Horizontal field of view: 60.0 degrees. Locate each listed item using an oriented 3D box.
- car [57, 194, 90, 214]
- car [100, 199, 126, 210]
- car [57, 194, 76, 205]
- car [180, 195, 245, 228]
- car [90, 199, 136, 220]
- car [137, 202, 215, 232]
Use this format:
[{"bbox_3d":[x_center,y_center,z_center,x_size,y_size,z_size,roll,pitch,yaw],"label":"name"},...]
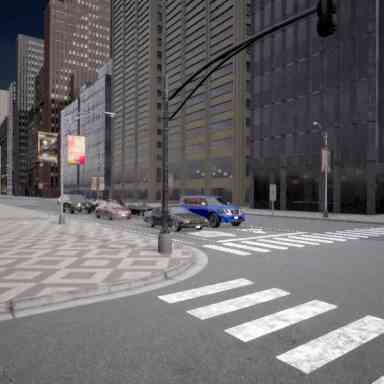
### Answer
[{"bbox_3d":[-13.103,1.323,37.471,2.150,2.045,5.566,1,-1,-36],"label":"car"},{"bbox_3d":[-11.024,1.677,46.057,1.837,1.490,4.892,1,-1,-36],"label":"car"},{"bbox_3d":[-24.725,1.490,65.215,2.150,2.045,5.566,1,-1,-36],"label":"car"},{"bbox_3d":[1.145,1.269,23.103,2.150,2.045,5.566,1,-1,-36],"label":"car"},{"bbox_3d":[-6.879,1.585,28.747,1.812,1.442,4.674,1,-1,-36],"label":"car"},{"bbox_3d":[-1.182,1.568,20.780,2.033,1.411,5.357,1,-1,-35],"label":"car"}]
